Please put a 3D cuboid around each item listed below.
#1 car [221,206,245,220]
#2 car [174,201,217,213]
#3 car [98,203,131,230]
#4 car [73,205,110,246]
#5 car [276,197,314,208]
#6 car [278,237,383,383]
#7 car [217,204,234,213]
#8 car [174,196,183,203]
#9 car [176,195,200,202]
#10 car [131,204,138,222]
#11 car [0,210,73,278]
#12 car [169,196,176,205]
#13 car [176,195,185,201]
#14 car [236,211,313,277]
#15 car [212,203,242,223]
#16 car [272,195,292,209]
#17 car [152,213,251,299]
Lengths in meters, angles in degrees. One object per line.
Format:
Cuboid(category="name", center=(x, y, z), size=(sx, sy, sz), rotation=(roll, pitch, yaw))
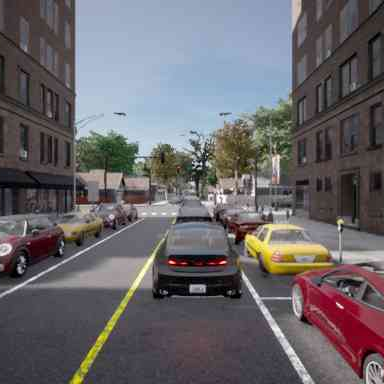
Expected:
Cuboid(category="car", center=(2.646, 1.550, 15.458), size=(1.887, 1.381, 4.507), rotation=(0, 0, 0))
Cuboid(category="car", center=(0.112, 1.484, 17.942), size=(1.882, 1.535, 5.008), rotation=(0, 0, 0))
Cuboid(category="car", center=(-5.375, 1.448, 20.980), size=(1.967, 1.590, 4.097), rotation=(0, 0, 0))
Cuboid(category="car", center=(-5.379, 1.530, 15.291), size=(1.752, 1.417, 4.829), rotation=(0, 0, 0))
Cuboid(category="car", center=(14.287, 1.455, 46.210), size=(4.674, 1.442, 1.812), rotation=(0, 0, -2))
Cuboid(category="car", center=(2.638, 1.582, 4.421), size=(1.802, 1.307, 4.206), rotation=(0, 0, 0))
Cuboid(category="car", center=(2.651, 1.590, 20.976), size=(1.802, 1.307, 4.206), rotation=(0, 0, 0))
Cuboid(category="car", center=(-2.990, 1.572, 73.701), size=(1.837, 1.490, 4.892), rotation=(0, 0, 0))
Cuboid(category="car", center=(0.019, 1.364, 26.997), size=(2.097, 1.767, 4.553), rotation=(0, 0, 0))
Cuboid(category="car", center=(-5.370, 1.593, 26.499), size=(1.802, 1.307, 4.206), rotation=(0, 0, 0))
Cuboid(category="car", center=(-5.383, 1.442, 9.943), size=(1.967, 1.590, 4.097), rotation=(0, 0, 0))
Cuboid(category="car", center=(-3.059, 1.577, 61.113), size=(1.812, 1.442, 4.674), rotation=(0, 0, 1))
Cuboid(category="car", center=(-3.015, 1.623, 87.368), size=(2.128, 1.511, 4.902), rotation=(0, 0, 0))
Cuboid(category="car", center=(2.642, 1.528, 10.110), size=(1.752, 1.417, 4.829), rotation=(0, 0, 0))
Cuboid(category="car", center=(2.655, 1.577, 26.494), size=(1.947, 1.339, 4.313), rotation=(0, 0, 0))
Cuboid(category="car", center=(12.429, 1.465, 42.707), size=(4.674, 1.442, 1.812), rotation=(0, 0, 0))
Cuboid(category="car", center=(0.107, 1.507, 8.458), size=(1.837, 1.490, 4.892), rotation=(0, 0, 0))
